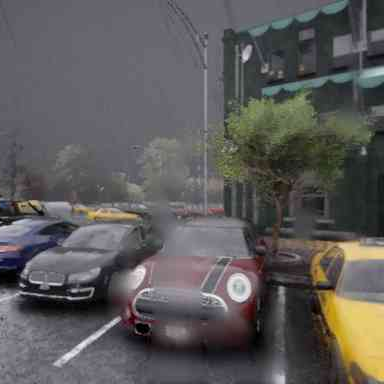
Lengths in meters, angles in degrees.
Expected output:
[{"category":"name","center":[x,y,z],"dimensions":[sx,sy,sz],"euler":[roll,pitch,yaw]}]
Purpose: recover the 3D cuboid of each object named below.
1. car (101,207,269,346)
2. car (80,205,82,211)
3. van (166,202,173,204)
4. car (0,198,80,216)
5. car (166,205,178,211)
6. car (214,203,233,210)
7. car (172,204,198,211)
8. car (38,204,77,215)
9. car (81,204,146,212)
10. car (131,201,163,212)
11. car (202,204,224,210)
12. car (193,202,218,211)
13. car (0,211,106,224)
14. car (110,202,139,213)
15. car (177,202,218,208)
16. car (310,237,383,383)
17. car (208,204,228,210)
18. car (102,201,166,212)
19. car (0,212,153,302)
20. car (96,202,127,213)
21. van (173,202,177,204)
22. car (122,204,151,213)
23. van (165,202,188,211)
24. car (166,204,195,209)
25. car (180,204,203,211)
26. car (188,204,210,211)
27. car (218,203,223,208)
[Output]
[{"category":"car","center":[0.401,1.358,6.694],"dimensions":[2.185,1.767,4.553],"euler":[1,-1,16]},{"category":"car","center":[-17.614,2.569,50.709],"dimensions":[5.366,1.575,1.946],"euler":[0,-2,15]},{"category":"van","center":[-6.679,2.913,66.003],"dimensions":[4.442,1.987,1.878],"euler":[0,-2,15]},{"category":"car","center":[-6.837,1.223,11.848],"dimensions":[2.435,2.045,5.566],"euler":[0,-1,16]},{"category":"car","center":[-4.395,2.514,37.625],"dimensions":[4.674,1.452,2.002],"euler":[1,-1,15]},{"category":"car","center":[8.398,3.825,88.062],"dimensions":[4.553,1.767,2.185],"euler":[0,-2,14]},{"category":"car","center":[-1.537,3.406,73.321],"dimensions":[5.366,1.575,1.946],"euler":[0,-2,15]},{"category":"car","center":[-19.361,2.470,47.877],"dimensions":[4.892,1.521,2.231],"euler":[0,-2,15]},{"category":"car","center":[-7.672,2.270,32.630],"dimensions":[5.366,1.575,1.946],"euler":[2,-1,15]},{"category":"car","center":[-8.514,2.797,63.590],"dimensions":[5.566,2.045,2.435],"euler":[0,-2,15]},{"category":"car","center":[5.214,3.767,83.116],"dimensions":[5.366,1.575,1.946],"euler":[0,-2,14]},{"category":"car","center":[3.326,3.429,80.720],"dimensions":[5.566,2.045,2.435],"euler":[0,-2,15]},{"category":"car","center":[-4.429,1.517,10.098],"dimensions":[2.002,1.452,4.674],"euler":[0,-1,15]},{"category":"car","center":[-11.844,2.742,58.676],"dimensions":[4.553,1.767,2.185],"euler":[0,-2,15]},{"category":"car","center":[0.757,2.624,45.058],"dimensions":[4.553,1.767,2.185],"euler":[1,-1,15]},{"category":"car","center":[2.756,1.481,4.766],"dimensions":[1.946,1.575,5.366],"euler":[1,-1,15]},{"category":"car","center":[6.711,3.861,85.606],"dimensions":[4.892,1.521,2.231],"euler":[0,-2,14]},{"category":"car","center":[-6.086,2.124,35.158],"dimensions":[5.566,2.045,2.435],"euler":[2,-1,15]},{"category":"car","center":[-2.018,1.482,8.386],"dimensions":[2.231,1.521,4.892],"euler":[1,-1,16]},{"category":"car","center":[-13.597,2.652,56.254],"dimensions":[4.553,1.767,2.185],"euler":[0,-2,15]},{"category":"van","center":[-4.988,3.003,68.452],"dimensions":[4.442,1.987,1.878],"euler":[0,-2,15]},{"category":"car","center":[-10.182,2.998,61.133],"dimensions":[4.674,1.452,2.002],"euler":[0,-2,15]},{"category":"van","center":[-3.295,3.093,70.901],"dimensions":[4.442,1.987,1.878],"euler":[0,-2,15]},{"category":"car","center":[-2.660,2.568,40.102],"dimensions":[5.008,1.535,2.097],"euler":[1,-1,15]},{"category":"car","center":[-0.057,3.529,75.816],"dimensions":[4.792,1.488,2.163],"euler":[0,-2,15]},{"category":"car","center":[1.693,3.619,78.256],"dimensions":[4.792,1.488,2.163],"euler":[0,-2,15]},{"category":"car","center":[2.477,2.588,47.515],"dimensions":[5.566,2.045,2.435],"euler":[1,-1,15]}]
